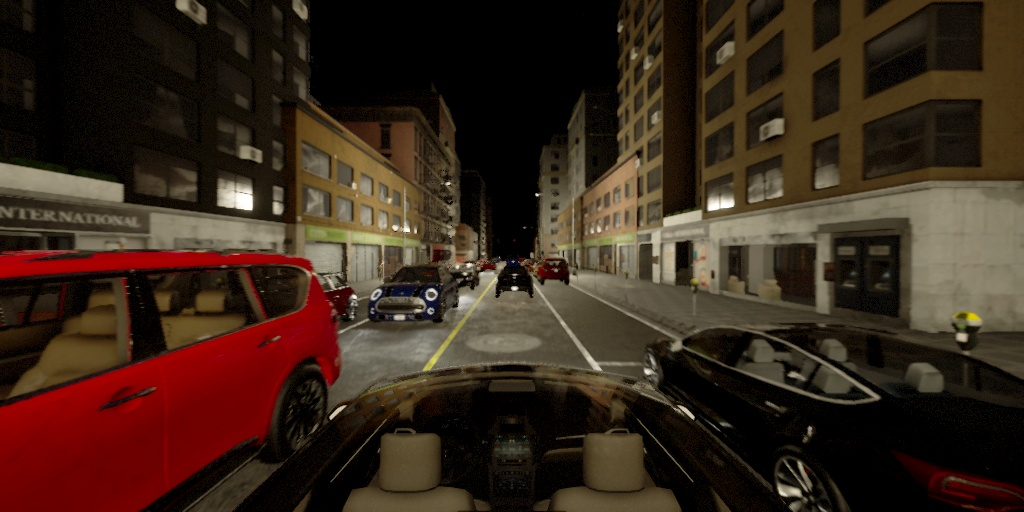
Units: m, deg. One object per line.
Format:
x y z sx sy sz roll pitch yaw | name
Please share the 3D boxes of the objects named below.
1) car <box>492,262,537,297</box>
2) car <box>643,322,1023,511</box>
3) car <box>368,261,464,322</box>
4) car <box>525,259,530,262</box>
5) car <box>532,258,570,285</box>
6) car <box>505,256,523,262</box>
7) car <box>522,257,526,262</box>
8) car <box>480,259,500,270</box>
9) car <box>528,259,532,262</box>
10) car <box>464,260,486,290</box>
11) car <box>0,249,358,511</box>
0.121 1.246 18.924 1.837 1.490 4.892 0 0 0 | car
2.856 1.317 3.712 1.948 1.339 4.313 0 0 0 | car
-3.080 1.092 12.094 2.097 1.767 4.553 0 0 0 | car
2.908 1.305 42.188 1.888 1.381 4.507 0 0 0 | car
2.886 1.061 25.698 2.192 1.841 5.009 0 0 0 | car
0.170 0.996 54.002 2.150 2.045 5.566 0 0 0 | car
2.923 1.217 53.181 1.967 1.591 4.097 0 0 0 | car
-2.954 1.361 46.751 1.895 1.301 4.718 0 0 0 | car
2.901 1.304 36.691 2.007 1.370 4.403 0 0 0 | car
-3.023 1.230 22.299 2.128 1.511 4.902 0 0 0 | car
-3.103 0.968 2.041 2.150 2.045 5.566 0 0 0 | car
